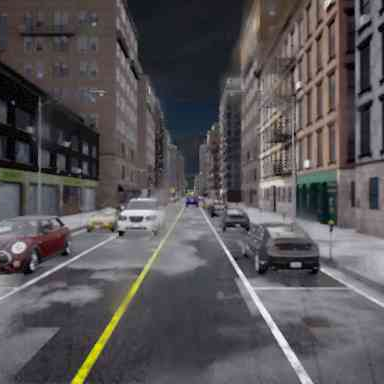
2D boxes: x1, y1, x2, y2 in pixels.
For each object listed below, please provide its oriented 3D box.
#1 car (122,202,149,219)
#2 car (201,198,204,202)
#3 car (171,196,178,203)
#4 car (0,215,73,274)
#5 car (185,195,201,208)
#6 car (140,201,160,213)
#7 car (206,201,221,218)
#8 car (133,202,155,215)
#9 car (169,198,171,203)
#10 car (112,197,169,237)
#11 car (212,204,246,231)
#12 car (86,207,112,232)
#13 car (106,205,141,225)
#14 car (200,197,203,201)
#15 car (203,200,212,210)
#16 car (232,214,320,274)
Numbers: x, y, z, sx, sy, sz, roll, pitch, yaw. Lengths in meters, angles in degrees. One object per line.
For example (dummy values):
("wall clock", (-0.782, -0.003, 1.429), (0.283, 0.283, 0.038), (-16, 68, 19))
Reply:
("car", (-5.384, 1.762, 32.121), (1.752, 1.417, 4.829), (0, 0, 0))
("car", (2.643, 1.875, 48.690), (1.752, 1.417, 4.829), (0, 0, 0))
("car", (-5.378, 2.148, 85.817), (2.008, 1.369, 4.403), (0, 0, 0))
("car", (-5.386, 1.520, 10.642), (1.967, 1.590, 4.097), (0, 0, 0))
("car", (0.006, 1.635, 58.242), (2.150, 2.045, 5.566), (0, 0, 0))
("car", (-5.383, 1.864, 43.116), (2.008, 1.369, 4.403), (0, 0, 0))
("car", (2.641, 1.802, 32.281), (1.947, 1.339, 4.313), (0, 0, 0))
("car", (-5.383, 1.858, 37.704), (1.802, 1.307, 4.206), (0, 0, 0))
("car", (-5.381, 1.737, 59.356), (2.192, 1.841, 5.009), (0, 0, 0))
("car", (-2.804, 1.368, 19.552), (2.150, 2.045, 5.566), (0, -1, 1))
("car", (2.640, 1.708, 21.456), (2.008, 1.369, 4.403), (0, 0, 0))
("car", (-5.385, 1.683, 21.296), (1.752, 1.417, 4.829), (0, 0, 0))
("car", (-5.384, 1.764, 26.878), (1.947, 1.339, 4.313), (0, 0, 0))
("car", (2.644, 1.967, 53.932), (1.802, 1.307, 4.206), (0, 0, 0))
("car", (2.642, 1.841, 37.694), (1.947, 1.339, 4.313), (0, 0, 0))
("car", (2.639, 1.629, 10.631), (2.008, 1.369, 4.403), (0, 0, 0))
